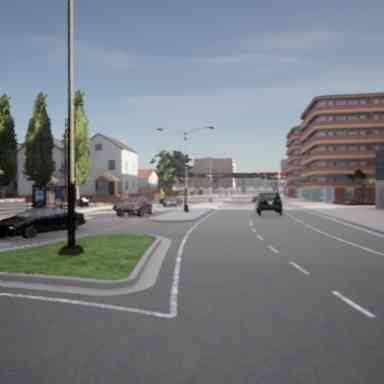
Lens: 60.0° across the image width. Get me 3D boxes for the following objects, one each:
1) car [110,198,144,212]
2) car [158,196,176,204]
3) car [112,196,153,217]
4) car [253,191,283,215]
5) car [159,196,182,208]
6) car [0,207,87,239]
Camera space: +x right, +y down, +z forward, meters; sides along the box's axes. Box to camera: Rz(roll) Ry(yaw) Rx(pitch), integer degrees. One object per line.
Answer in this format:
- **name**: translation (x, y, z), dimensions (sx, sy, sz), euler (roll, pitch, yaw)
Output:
- **car**: translation (-7.225, 1.386, 37.538), dimensions (2.033, 1.411, 5.357), euler (0, 0, 9)
- **car**: translation (-4.220, 1.336, 56.338), dimensions (1.895, 1.301, 4.718), euler (0, 0, 9)
- **car**: translation (-4.992, 1.224, 29.307), dimensions (2.097, 1.767, 4.553), euler (0, 0, 10)
- **car**: translation (7.182, 1.039, 31.367), dimensions (2.150, 2.045, 5.566), euler (0, 0, 8)
- **car**: translation (-2.596, 1.279, 44.520), dimensions (2.128, 1.511, 4.902), euler (0, 0, 9)
- **car**: translation (-7.776, 1.488, 17.323), dimensions (2.033, 1.411, 5.357), euler (0, 0, 19)
